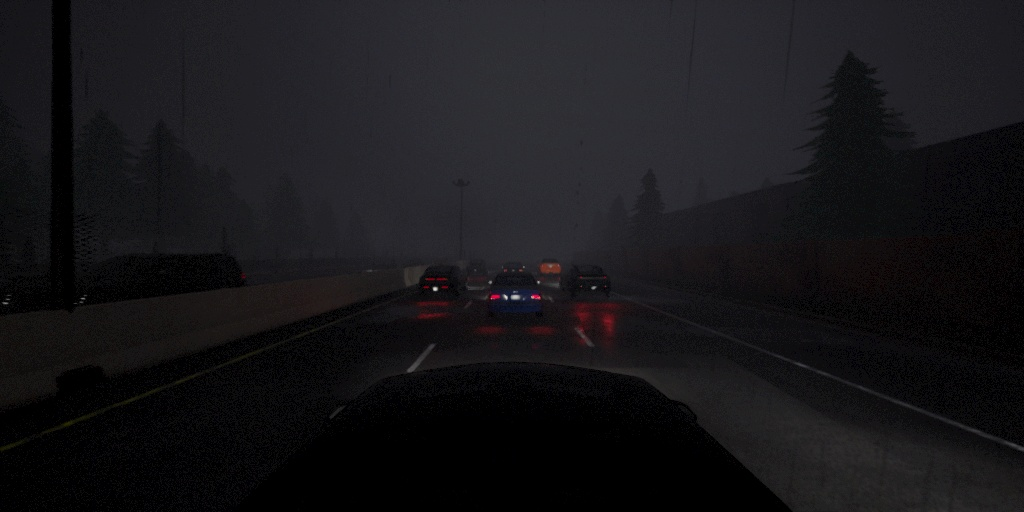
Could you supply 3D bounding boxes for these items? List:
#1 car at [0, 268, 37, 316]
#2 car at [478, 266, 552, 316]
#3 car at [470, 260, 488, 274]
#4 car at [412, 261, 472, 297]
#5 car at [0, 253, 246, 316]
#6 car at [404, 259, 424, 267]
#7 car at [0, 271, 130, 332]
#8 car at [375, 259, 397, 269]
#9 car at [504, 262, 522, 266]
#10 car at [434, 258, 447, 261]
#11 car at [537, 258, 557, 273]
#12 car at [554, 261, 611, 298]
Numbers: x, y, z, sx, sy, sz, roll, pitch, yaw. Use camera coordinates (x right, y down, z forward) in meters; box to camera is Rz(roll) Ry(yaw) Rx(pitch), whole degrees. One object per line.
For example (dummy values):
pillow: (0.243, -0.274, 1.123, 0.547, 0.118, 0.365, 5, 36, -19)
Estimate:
car: (-17.602, 1.198, 10.065, 1.882, 1.535, 5.008, 0, 0, 0)
car: (0.100, 1.256, 13.105, 2.033, 1.411, 5.357, 0, 0, 0)
car: (-3.402, 1.118, 35.714, 2.128, 1.511, 4.902, 0, 0, 0)
car: (-3.401, 1.195, 18.307, 1.837, 1.490, 4.892, 0, 0, 0)
car: (-10.601, 0.940, 10.575, 2.150, 2.045, 5.566, 0, 0, 0)
car: (-14.069, 1.115, 52.130, 2.033, 1.411, 5.357, 0, 0, 0)
car: (-14.101, 1.246, 10.051, 1.812, 1.442, 4.674, 0, 0, 0)
car: (-17.578, 1.100, 50.206, 1.812, 1.442, 4.674, 0, 0, 0)
car: (0.098, 1.193, 30.456, 2.033, 1.411, 5.357, 0, 0, 0)
car: (-10.569, 1.043, 52.750, 1.882, 1.535, 5.008, 0, 0, 0)
car: (3.597, 0.979, 35.426, 2.097, 1.767, 4.553, 0, 0, 0)
car: (3.599, 1.182, 18.181, 2.128, 1.511, 4.902, 0, 0, 0)
